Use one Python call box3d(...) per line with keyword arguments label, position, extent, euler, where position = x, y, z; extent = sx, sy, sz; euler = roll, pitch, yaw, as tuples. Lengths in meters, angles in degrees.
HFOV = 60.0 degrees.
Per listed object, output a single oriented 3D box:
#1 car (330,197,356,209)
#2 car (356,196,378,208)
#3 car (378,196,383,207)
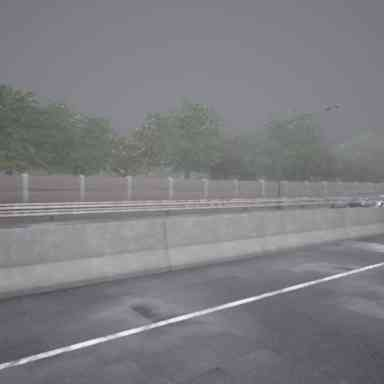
box3d(label="car", position=(17.909, 1.350, 38.241), extent=(4.892, 1.490, 1.837), euler=(0, 0, -35))
box3d(label="car", position=(19.921, 1.195, 35.379), extent=(4.553, 1.767, 2.097), euler=(0, 0, -35))
box3d(label="car", position=(20.166, 1.072, 31.257), extent=(5.566, 2.045, 2.150), euler=(0, 0, -35))
